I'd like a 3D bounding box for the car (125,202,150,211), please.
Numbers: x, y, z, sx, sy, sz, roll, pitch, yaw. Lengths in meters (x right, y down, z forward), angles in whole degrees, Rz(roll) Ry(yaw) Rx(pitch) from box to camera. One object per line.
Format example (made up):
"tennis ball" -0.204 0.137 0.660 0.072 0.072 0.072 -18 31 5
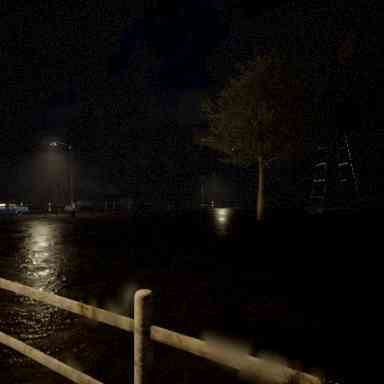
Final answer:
"car" -8.614 2.278 53.172 1.812 1.442 4.674 -2 -2 36

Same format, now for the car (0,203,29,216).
"car" -20.729 1.950 36.332 2.033 1.411 5.357 -2 -2 35

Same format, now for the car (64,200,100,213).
"car" -14.757 1.925 44.642 2.097 1.767 4.553 -2 -2 36
